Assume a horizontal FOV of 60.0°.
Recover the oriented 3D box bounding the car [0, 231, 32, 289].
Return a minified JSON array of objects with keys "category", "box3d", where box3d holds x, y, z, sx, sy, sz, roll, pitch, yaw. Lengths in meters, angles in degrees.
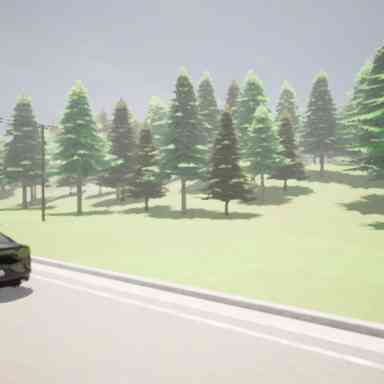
[{"category":"car","box3d":[-5.985,1.540,8.259,5.008,1.535,1.882,0,0,36]}]
